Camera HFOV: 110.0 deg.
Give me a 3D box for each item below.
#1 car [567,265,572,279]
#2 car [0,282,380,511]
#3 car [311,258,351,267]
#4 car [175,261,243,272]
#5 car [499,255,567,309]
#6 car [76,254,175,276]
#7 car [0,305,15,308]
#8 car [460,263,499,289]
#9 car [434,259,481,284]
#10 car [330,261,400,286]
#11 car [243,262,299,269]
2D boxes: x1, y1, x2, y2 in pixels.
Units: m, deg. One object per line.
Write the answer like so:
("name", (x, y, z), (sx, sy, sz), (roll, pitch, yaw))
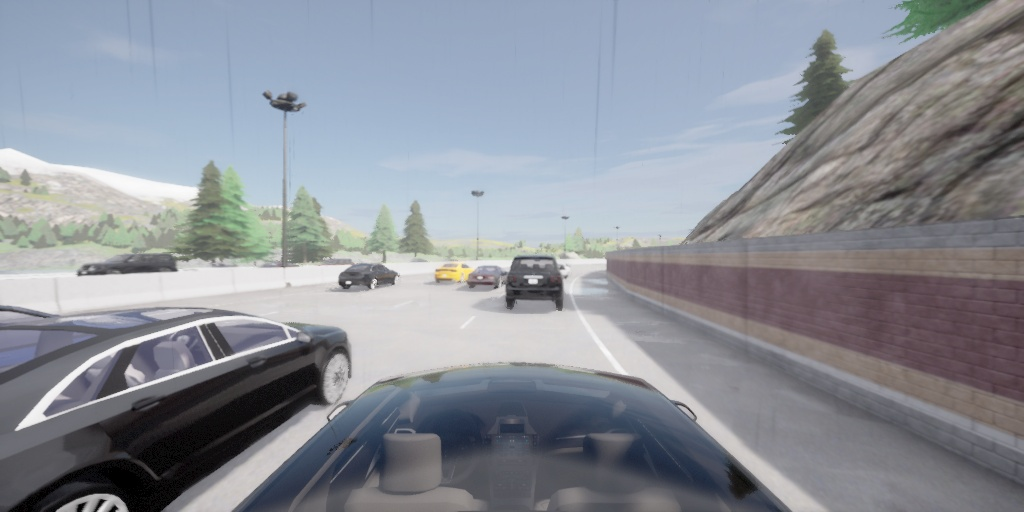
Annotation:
("car", (4.384, 1.289, 33.065), (1.812, 1.442, 4.674), (1, 0, 14))
("car", (-3.260, 1.225, 3.325), (2.128, 1.511, 4.902), (0, 0, 1))
("car", (-17.077, 1.010, 34.348), (2.097, 1.767, 4.553), (0, 0, 13))
("car", (-25.083, 1.219, 30.485), (1.895, 1.301, 4.718), (0, 0, 11))
("car", (1.032, 0.974, 15.093), (2.150, 2.045, 5.566), (0, 0, 6))
("car", (-29.160, 0.820, 27.538), (2.150, 2.045, 5.566), (0, 0, 10))
("car", (-6.783, 1.263, 4.038), (2.033, 1.411, 5.357), (0, 0, 2))
("car", (-1.398, 1.287, 22.991), (2.033, 1.411, 5.357), (0, 0, 10))
("car", (-4.166, 1.202, 27.024), (1.882, 1.535, 5.008), (0, 0, 11))
("car", (-8.595, 1.208, 22.001), (1.837, 1.490, 4.892), (0, 0, 8))
("car", (-21.139, 1.202, 32.202), (1.994, 1.385, 4.181), (0, 0, 12))
